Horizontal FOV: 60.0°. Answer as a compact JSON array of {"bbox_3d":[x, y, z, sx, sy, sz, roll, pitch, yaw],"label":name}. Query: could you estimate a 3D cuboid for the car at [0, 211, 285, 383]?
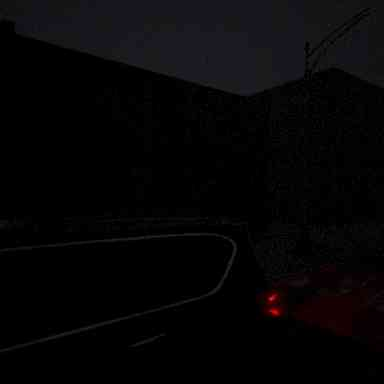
[{"bbox_3d":[-1.712,1.217,2.457,5.566,2.045,2.150,0,0,-35],"label":"car"}]
